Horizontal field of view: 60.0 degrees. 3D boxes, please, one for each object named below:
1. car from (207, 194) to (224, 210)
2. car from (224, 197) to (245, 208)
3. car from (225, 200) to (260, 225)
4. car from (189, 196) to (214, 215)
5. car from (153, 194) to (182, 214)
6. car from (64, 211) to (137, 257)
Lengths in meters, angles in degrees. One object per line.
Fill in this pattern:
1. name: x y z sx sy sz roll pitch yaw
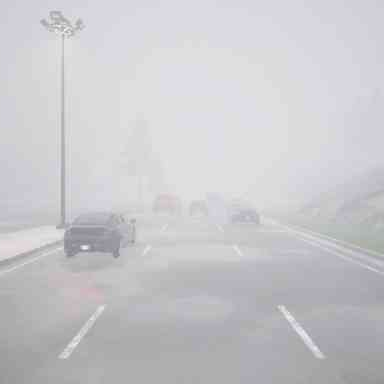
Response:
1. car: 3.287 1.221 44.040 2.150 2.045 5.566 0 0 16
2. car: 5.397 1.352 38.381 2.097 1.767 4.553 0 0 14
3. car: 3.647 1.526 23.844 1.812 1.442 4.674 0 0 1
4. car: 0.838 1.505 33.851 1.837 1.490 4.892 0 0 8
5. car: -2.536 1.222 35.339 2.150 2.045 5.566 0 0 9
6. car: -3.400 1.505 13.013 1.837 1.490 4.892 0 0 0
